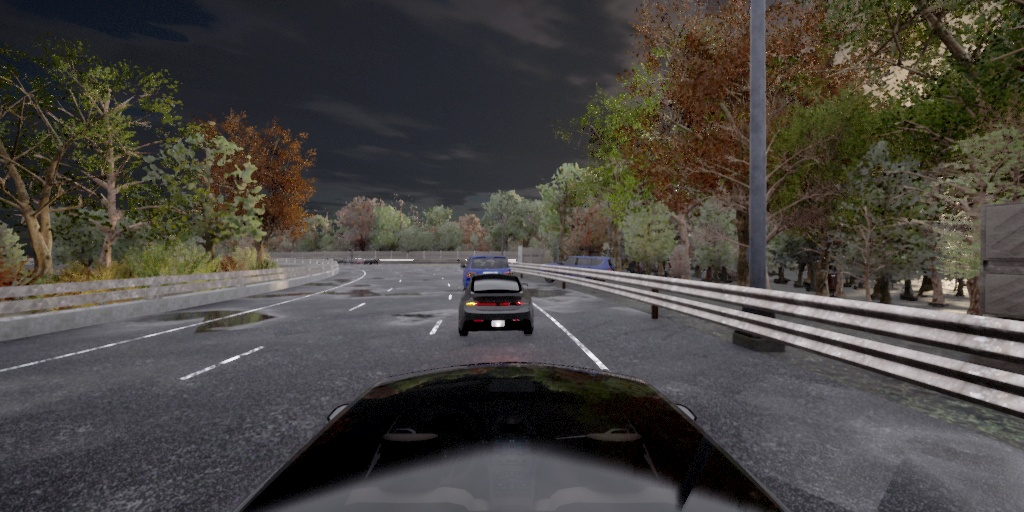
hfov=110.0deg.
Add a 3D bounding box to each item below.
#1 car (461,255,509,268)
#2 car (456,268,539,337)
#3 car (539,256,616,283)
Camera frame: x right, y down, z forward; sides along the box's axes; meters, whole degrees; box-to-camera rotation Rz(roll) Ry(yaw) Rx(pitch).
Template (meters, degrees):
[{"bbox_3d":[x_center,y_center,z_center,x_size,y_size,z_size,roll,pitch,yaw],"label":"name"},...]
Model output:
[{"bbox_3d":[-1.326,0.967,17.862,2.150,2.045,5.566,0,0,-9],"label":"car"},{"bbox_3d":[-0.537,1.252,10.377,1.837,1.490,4.892,0,0,-5],"label":"car"},{"bbox_3d":[4.741,0.991,26.240,5.566,2.045,2.150,3,1,19],"label":"car"}]
